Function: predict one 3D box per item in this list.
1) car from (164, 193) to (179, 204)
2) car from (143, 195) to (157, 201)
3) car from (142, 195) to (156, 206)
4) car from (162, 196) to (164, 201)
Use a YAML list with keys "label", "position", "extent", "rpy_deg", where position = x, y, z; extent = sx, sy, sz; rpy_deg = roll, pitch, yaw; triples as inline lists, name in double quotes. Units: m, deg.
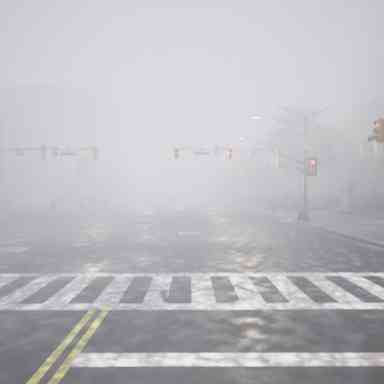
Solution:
- label: "car"
  position: [-3.709, 1.216, 64.493]
  extent: [2.150, 2.045, 5.566]
  rpy_deg: [0, 0, 0]
- label: "car"
  position: [-10.555, 1.534, 82.891]
  extent: [2.033, 1.411, 5.357]
  rpy_deg: [0, 0, -25]
- label: "car"
  position: [-7.250, 1.556, 56.397]
  extent: [2.033, 1.411, 5.357]
  rpy_deg: [0, 0, 0]
- label: "car"
  position: [-5.900, 1.474, 80.811]
  extent: [1.882, 1.535, 5.008]
  rpy_deg: [0, 0, -18]
